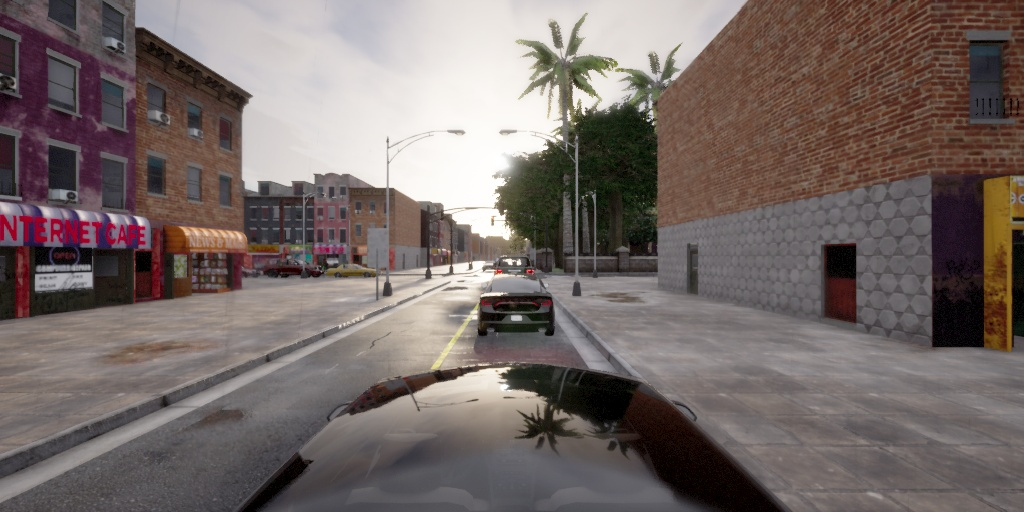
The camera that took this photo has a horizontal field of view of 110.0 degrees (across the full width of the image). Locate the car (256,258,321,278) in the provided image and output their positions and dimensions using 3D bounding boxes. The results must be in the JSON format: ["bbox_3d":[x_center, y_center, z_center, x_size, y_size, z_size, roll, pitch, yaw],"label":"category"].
[{"bbox_3d":[-20.064,1.127,32.987,5.009,1.841,2.192,0,0,0],"label":"car"}]

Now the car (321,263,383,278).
[{"bbox_3d":[-14.443,1.324,32.994,4.829,1.417,1.751,0,0,0],"label":"car"}]

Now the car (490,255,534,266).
[{"bbox_3d":[0.100,0.980,20.418,2.150,2.045,5.566,0,0,-1],"label":"car"}]

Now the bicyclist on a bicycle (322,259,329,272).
[{"bbox_3d":[-20.147,1.124,38.633,0.582,1.620,1.656,0,0,0],"label":"bicyclist on a bicycle"}]

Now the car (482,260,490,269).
[{"bbox_3d":[-2.862,1.316,47.862,1.812,1.442,4.674,0,0,0],"label":"car"}]

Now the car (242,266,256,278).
[{"bbox_3d":[-25.516,1.409,32.980,4.207,1.307,1.802,0,0,0],"label":"car"}]

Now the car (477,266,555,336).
[{"bbox_3d":[0.098,1.230,10.449,1.882,1.535,5.008,0,0,0],"label":"car"}]
